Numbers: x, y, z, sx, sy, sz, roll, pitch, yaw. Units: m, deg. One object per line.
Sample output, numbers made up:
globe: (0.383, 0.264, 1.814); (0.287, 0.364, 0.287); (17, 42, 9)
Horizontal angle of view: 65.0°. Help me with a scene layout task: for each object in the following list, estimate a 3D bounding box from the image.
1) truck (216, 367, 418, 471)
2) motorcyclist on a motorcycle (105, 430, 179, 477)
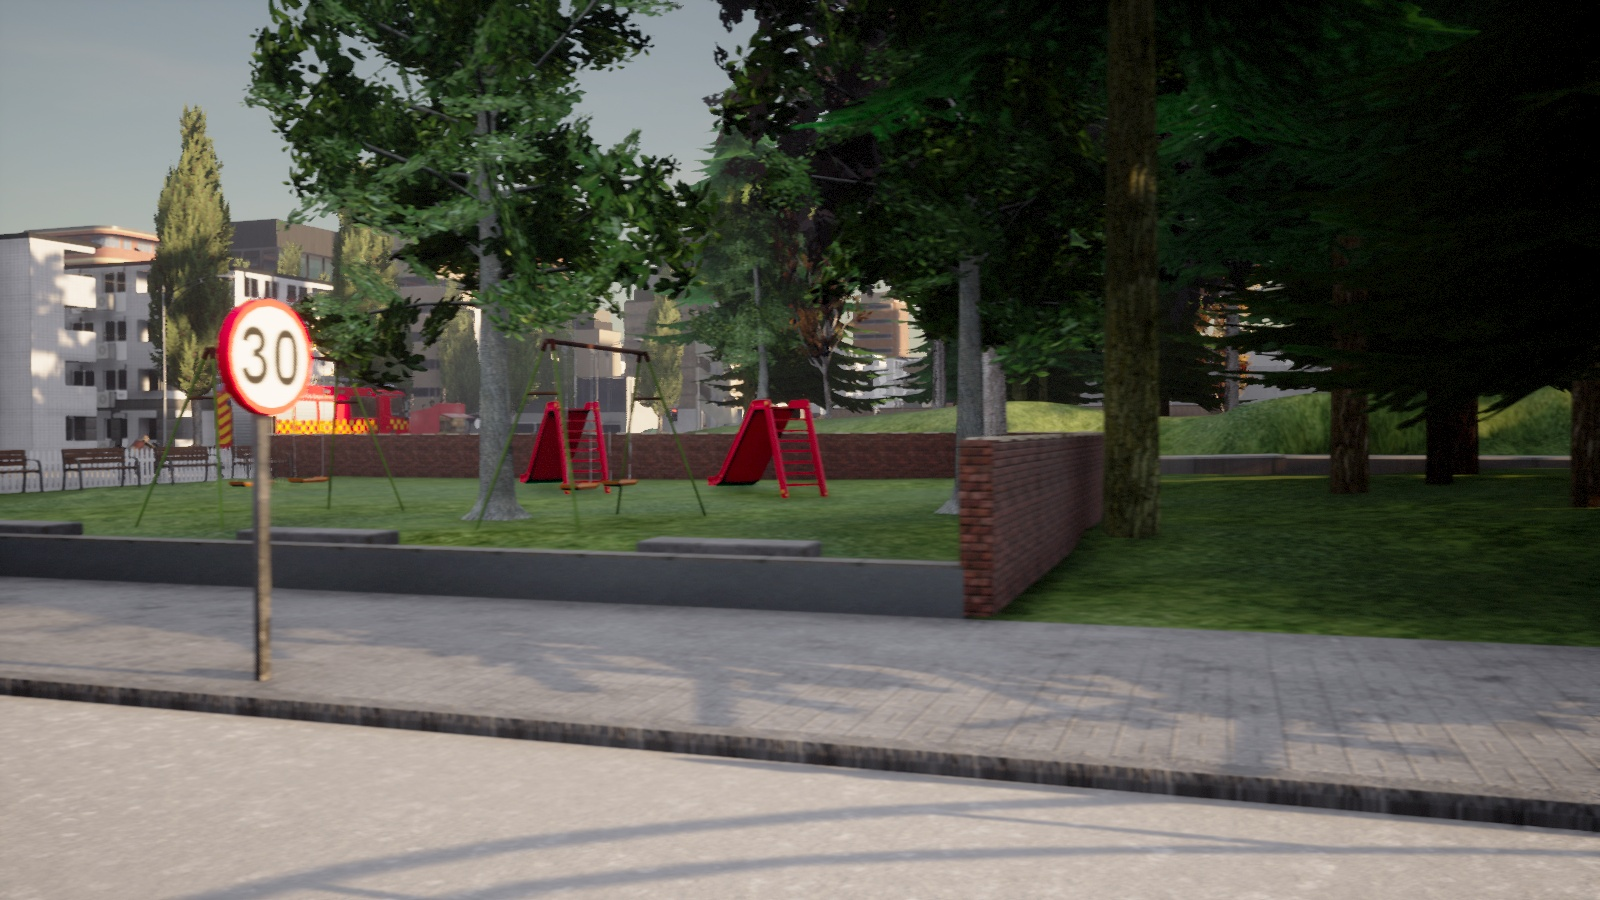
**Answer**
truck: (-19.236, -1.223, 50.754); (2.891, 3.827, 8.468); (1, 1, 19)
motorcyclist on a motorcycle: (-22.121, 0.102, 42.269); (0.866, 1.530, 2.191); (1, 1, 19)
